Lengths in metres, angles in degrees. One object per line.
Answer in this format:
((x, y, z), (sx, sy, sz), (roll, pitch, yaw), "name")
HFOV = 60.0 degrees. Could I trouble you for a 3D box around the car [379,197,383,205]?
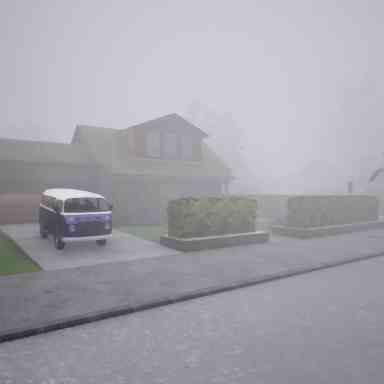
((24.676, 0.985, 41.440), (3.866, 1.878, 1.905), (0, 0, 0), "car")
